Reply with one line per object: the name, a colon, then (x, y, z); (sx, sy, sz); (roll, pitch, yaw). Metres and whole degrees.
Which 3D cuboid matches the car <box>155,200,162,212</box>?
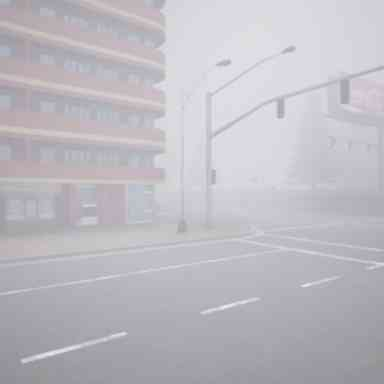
car: (-5.226, 1.328, 37.984); (2.097, 1.767, 4.553); (0, 0, -36)
